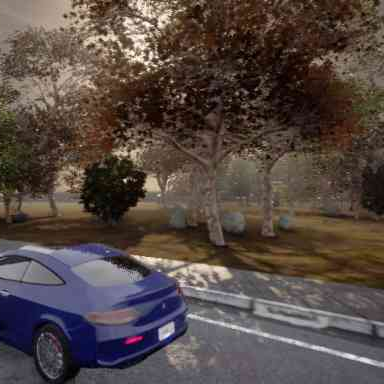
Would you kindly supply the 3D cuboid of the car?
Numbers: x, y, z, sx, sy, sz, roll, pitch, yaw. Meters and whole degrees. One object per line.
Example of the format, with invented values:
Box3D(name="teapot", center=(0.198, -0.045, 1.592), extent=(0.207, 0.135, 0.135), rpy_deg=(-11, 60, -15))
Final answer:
Box3D(name="car", center=(-2.231, 1.519, 5.303), extent=(4.674, 1.442, 1.812), rpy_deg=(0, 0, 33))
